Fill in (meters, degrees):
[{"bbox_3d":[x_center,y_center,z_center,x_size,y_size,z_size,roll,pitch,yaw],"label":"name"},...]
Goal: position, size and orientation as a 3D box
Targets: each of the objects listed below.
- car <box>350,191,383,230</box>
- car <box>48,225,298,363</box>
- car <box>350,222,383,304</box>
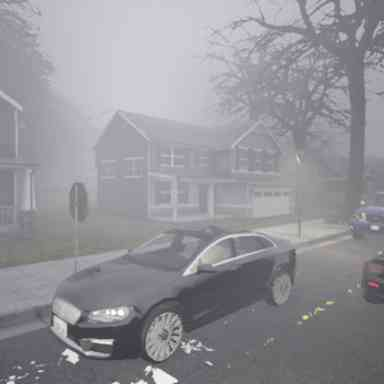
[{"bbox_3d":[8.988,0.973,14.674,5.566,2.045,2.150,-1,2,-44],"label":"car"},{"bbox_3d":[0.076,1.405,5.930,4.902,1.511,2.128,-1,1,-44],"label":"car"},{"bbox_3d":[5.000,1.425,6.770,4.674,1.442,1.812,-1,1,-44],"label":"car"}]
